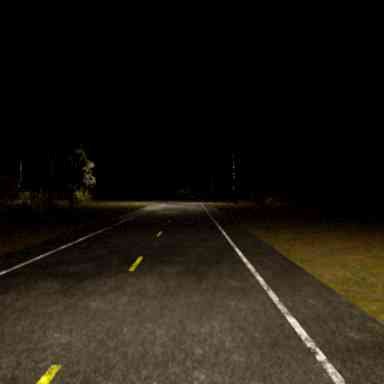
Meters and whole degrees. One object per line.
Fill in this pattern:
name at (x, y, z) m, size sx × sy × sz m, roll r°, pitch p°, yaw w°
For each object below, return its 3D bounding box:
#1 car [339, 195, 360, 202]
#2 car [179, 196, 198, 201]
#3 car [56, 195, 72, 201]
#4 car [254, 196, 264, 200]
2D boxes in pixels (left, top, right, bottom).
car at (38.712, 1.623, 81.930) m, size 4.892 × 1.490 × 1.837 m, roll 0°, pitch 0°, yaw -2°
car at (-0.921, 1.590, 80.806) m, size 4.718 × 1.301 × 1.895 m, roll 0°, pitch 0°, yaw -1°
car at (-30.477, 1.383, 79.981) m, size 4.674 × 1.442 × 1.812 m, roll 0°, pitch 0°, yaw -2°
car at (17.300, 1.411, 81.305) m, size 4.553 × 1.767 × 2.097 m, roll 0°, pitch 0°, yaw -2°
